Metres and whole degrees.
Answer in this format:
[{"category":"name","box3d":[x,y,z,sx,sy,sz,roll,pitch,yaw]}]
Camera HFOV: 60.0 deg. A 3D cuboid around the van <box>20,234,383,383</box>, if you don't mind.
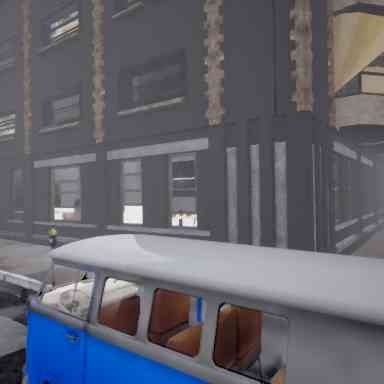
[{"category":"van","box3d":[0.232,1.340,2.730,3.998,1.788,1.690,0,-1,36]}]
